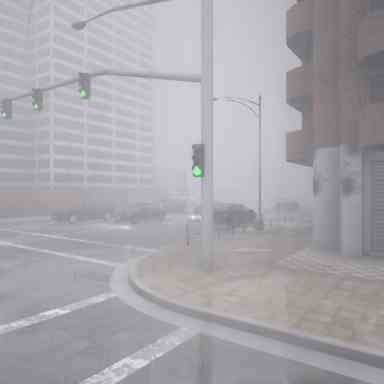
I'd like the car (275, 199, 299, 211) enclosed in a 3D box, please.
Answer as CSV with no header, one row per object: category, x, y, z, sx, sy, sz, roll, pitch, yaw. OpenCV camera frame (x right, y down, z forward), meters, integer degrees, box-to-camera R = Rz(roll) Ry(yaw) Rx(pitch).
car,11.648,1.526,40.701,1.812,1.442,4.674,0,0,35

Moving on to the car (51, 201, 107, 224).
car,-8.118,1.478,25.195,1.882,1.535,5.008,0,0,35

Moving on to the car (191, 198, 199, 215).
car,1.881,1.564,33.234,1.994,1.385,4.181,0,0,36

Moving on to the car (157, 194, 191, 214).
car,-2.541,1.352,33.063,2.097,1.767,4.553,0,0,35

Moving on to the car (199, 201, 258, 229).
car,2.744,1.504,22.022,1.837,1.490,4.892,0,0,35

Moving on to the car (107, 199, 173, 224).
car,-3.817,1.526,25.182,1.812,1.442,4.674,0,0,35
